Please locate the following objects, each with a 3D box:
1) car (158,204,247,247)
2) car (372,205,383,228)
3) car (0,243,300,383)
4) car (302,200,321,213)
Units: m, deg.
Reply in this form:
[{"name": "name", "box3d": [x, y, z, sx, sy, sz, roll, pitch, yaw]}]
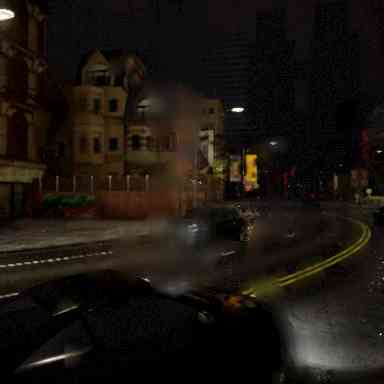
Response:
[{"name": "car", "box3d": [0.589, 1.467, 14.916, 2.097, 1.767, 4.553, 0, -1, 38]}, {"name": "car", "box3d": [13.827, 1.671, 23.277, 2.128, 1.511, 4.902, 0, 0, 24]}, {"name": "car", "box3d": [-0.713, 1.593, 3.586, 4.181, 1.385, 1.994, 0, -1, -38]}, {"name": "car", "box3d": [15.251, 1.831, 42.632, 1.882, 1.535, 5.008, 0, 0, 11]}]
